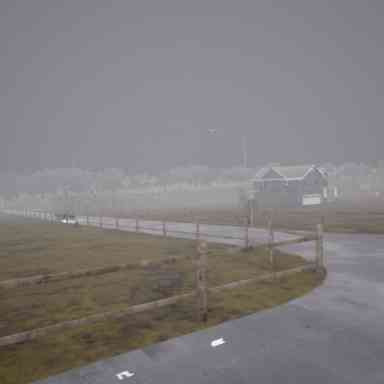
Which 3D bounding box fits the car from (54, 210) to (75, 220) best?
[{"bbox_3d":[-19.062,3.420,49.774,1.895,1.301,4.718,-3,0,-36],"label":"car"}]
